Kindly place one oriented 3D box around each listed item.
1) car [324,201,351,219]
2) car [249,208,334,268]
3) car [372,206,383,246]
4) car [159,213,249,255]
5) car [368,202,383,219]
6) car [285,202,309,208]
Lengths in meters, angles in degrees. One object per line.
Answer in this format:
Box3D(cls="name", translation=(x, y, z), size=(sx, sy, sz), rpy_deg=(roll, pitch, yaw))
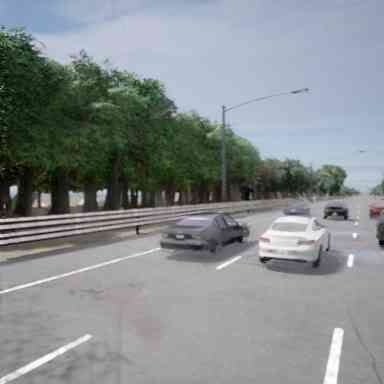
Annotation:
Box3D(cls="car", translation=(13.011, 1.589, 29.887), size=(1.837, 1.490, 4.892), rpy_deg=(0, 0, 27))
Box3D(cls="car", translation=(3.634, 1.531, 11.509), size=(1.812, 1.442, 4.674), rpy_deg=(0, 1, 27))
Box3D(cls="car", translation=(9.098, 1.493, 14.521), size=(1.837, 1.490, 4.892), rpy_deg=(-1, -2, 27))
Box3D(cls="car", translation=(0.741, 1.568, 13.548), size=(2.033, 1.411, 5.357), rpy_deg=(-1, 0, 27))
Box3D(cls="car", translation=(16.530, 1.593, 29.082), size=(1.812, 1.442, 4.674), rpy_deg=(0, 0, 27))
Box3D(cls="car", translation=(10.039, 1.668, 31.764), size=(1.994, 1.385, 4.181), rpy_deg=(0, 0, 27))
